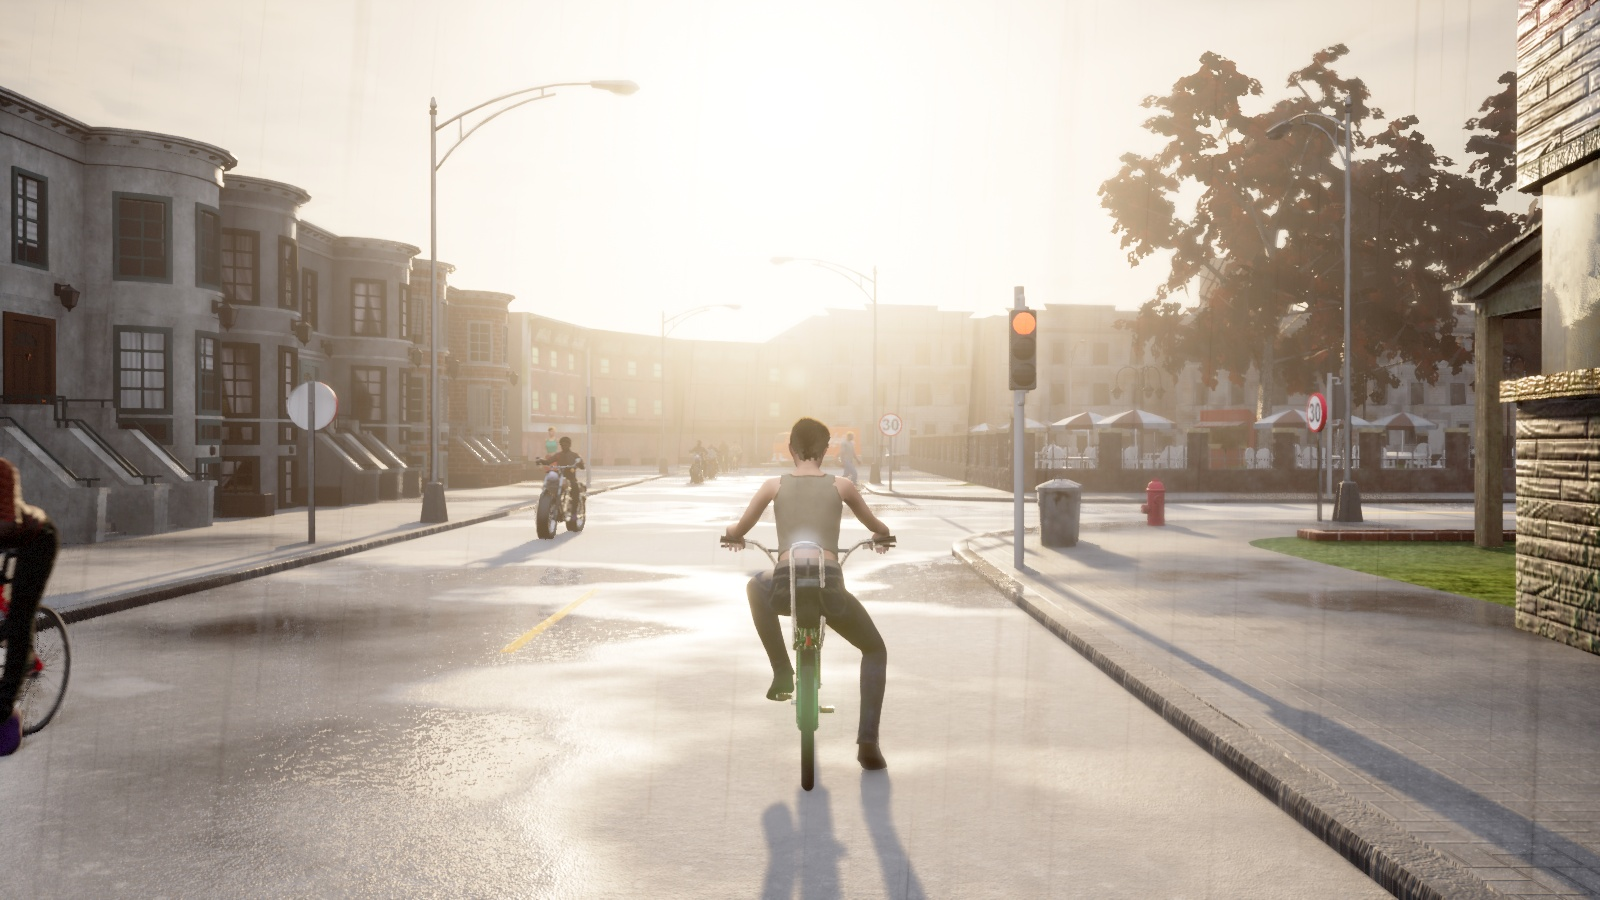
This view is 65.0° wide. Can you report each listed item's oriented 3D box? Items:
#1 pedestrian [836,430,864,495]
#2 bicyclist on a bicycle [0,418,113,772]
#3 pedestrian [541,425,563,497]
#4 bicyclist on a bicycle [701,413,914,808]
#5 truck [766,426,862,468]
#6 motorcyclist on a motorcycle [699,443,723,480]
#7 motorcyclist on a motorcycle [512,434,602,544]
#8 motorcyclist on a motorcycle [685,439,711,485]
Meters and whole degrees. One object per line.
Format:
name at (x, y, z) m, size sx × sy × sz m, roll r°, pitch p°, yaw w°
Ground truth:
pedestrian at (1.409, 0.346, 35.495) m, size 0.706 × 1.836 × 0.354 m, roll 0°, pitch 0°, yaw 28°
bicyclist on a bicycle at (-3.954, 0.663, 5.854) m, size 0.582 × 1.620 × 1.656 m, roll 0°, pitch 1°, yaw 0°
pedestrian at (-6.403, 0.268, 32.394) m, size 0.345 × 1.836 × 0.594 m, roll 0°, pitch 0°, yaw 12°
bicyclist on a bicycle at (0.037, 0.650, 5.875) m, size 0.866 × 1.612 × 1.509 m, roll 0°, pitch 0°, yaw 0°
truck at (0.860, -0.168, 75.970) m, size 5.204 × 2.467 × 2.627 m, roll 0°, pitch 0°, yaw -29°
motorcyclist on a motorcycle at (-3.755, 0.477, 53.374) m, size 0.866 × 1.530 × 2.191 m, roll 0°, pitch 0°, yaw 0°
motorcyclist on a motorcycle at (-3.845, 0.580, 20.095) m, size 0.766 × 1.649 × 2.350 m, roll 1°, pitch 1°, yaw 5°
motorcyclist on a motorcycle at (-3.778, 0.429, 46.842) m, size 0.766 × 1.649 × 2.350 m, roll 0°, pitch 0°, yaw 0°
